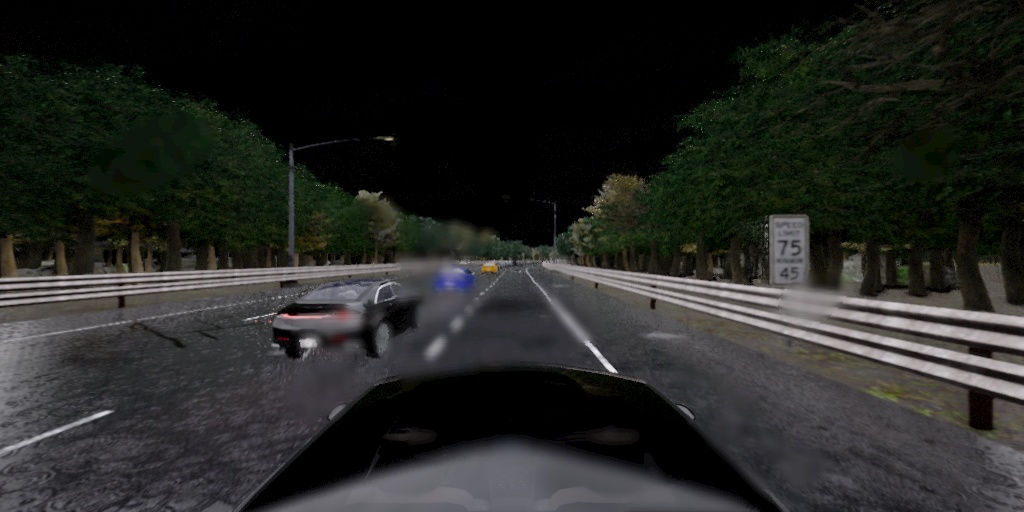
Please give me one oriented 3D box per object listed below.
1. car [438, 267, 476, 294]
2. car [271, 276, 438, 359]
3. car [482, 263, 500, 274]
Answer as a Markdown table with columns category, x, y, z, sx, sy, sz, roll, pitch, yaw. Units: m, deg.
| category | x | y | z | sx | sy | sz | roll | pitch | yaw |
| --- | --- | --- | --- | --- | --- | --- | --- | --- | --- |
| car | -3.310 | 1.424 | 21.754 | 1.882 | 1.535 | 5.008 | 0 | -1 | 1 |
| car | -3.448 | 1.302 | 8.563 | 2.128 | 1.511 | 4.902 | 0 | -1 | 1 |
| car | -3.025 | 1.670 | 49.261 | 1.882 | 1.535 | 5.008 | 0 | -1 | 1 |
